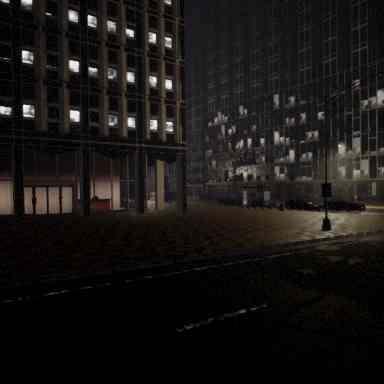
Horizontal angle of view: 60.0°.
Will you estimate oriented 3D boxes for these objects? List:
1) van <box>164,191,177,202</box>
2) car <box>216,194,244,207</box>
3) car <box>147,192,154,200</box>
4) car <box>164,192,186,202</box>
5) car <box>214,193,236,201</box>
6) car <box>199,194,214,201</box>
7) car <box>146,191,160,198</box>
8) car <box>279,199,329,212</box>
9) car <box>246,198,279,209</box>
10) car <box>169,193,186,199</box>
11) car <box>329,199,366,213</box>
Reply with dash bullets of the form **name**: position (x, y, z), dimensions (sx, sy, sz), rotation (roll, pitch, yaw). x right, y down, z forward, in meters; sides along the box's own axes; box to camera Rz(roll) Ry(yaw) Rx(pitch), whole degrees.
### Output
- **van**: position (-3.825, 0.936, 59.740), dimensions (1.690, 1.788, 3.998), rotation (0, 1, -34)
- **car**: position (5.782, 1.318, 45.658), dimensions (1.947, 1.339, 4.313), rotation (-1, 1, -34)
- **car**: position (-10.260, 1.038, 69.113), dimensions (2.008, 1.369, 4.403), rotation (0, 1, -34)
- **car**: position (-3.317, 0.904, 63.736), dimensions (2.097, 1.767, 4.553), rotation (-1, 1, -34)
- **car**: position (5.966, 1.278, 50.059), dimensions (1.895, 1.301, 4.718), rotation (-1, 1, -34)
- **car**: position (3.083, 1.041, 64.485), dimensions (1.802, 1.307, 4.206), rotation (-1, 1, -34)
- **car**: position (-9.787, 0.684, 83.224), dimensions (1.967, 1.590, 4.097), rotation (0, 1, -34)
- **car**: position (12.155, 1.422, 36.243), dimensions (1.947, 1.339, 4.313), rotation (-1, 1, -34)
- **car**: position (8.951, 1.386, 40.941), dimensions (1.802, 1.307, 4.206), rotation (-1, 1, -34)
- **car**: position (-3.351, 0.934, 73.856), dimensions (1.802, 1.307, 4.206), rotation (0, 1, -34)
- **car**: position (16.108, 1.403, 35.279), dimensions (1.994, 1.385, 4.181), rotation (-1, 1, -34)
